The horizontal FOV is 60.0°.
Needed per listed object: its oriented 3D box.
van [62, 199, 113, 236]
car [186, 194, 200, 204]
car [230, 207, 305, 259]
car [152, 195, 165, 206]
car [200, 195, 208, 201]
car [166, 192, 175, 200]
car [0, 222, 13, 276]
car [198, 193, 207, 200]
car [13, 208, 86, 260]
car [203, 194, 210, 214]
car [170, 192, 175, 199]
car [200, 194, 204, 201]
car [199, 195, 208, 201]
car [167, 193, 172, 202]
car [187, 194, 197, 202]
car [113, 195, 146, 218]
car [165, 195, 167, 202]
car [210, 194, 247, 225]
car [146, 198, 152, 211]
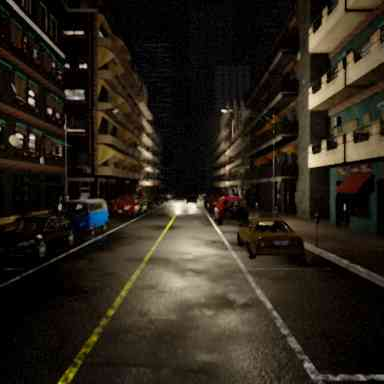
[{"bbox_3d":[-5.678,1.288,17.734,1.690,1.788,3.998,-1,0,0],"label":"van"},{"bbox_3d":[-0.028,1.336,57.311,1.837,1.490,4.892,0,0,0],"label":"car"},{"bbox_3d":[2.674,1.488,12.279,1.752,1.417,4.829,-1,0,0],"label":"car"},{"bbox_3d":[-5.725,1.431,51.347,1.802,1.307,4.206,-1,0,0],"label":"car"},{"bbox_3d":[2.643,1.309,73.901,1.752,1.417,4.829,-1,0,0],"label":"car"},{"bbox_3d":[-5.749,1.052,90.561,2.192,1.841,5.009,-1,0,0],"label":"car"},{"bbox_3d":[-5.671,1.421,6.531,1.967,1.590,4.097,-1,0,0],"label":"car"},{"bbox_3d":[2.636,1.193,84.935,1.967,1.590,4.097,-1,0,0],"label":"car"},{"bbox_3d":[-5.673,1.515,12.133,2.008,1.369,4.403,-1,0,0],"label":"car"},{"bbox_3d":[2.660,1.213,34.516,2.192,1.841,5.009,-1,0,0],"label":"car"},{"bbox_3d":[-5.740,1.319,79.358,2.008,1.369,4.403,-1,0,0],"label":"car"},{"bbox_3d":[2.655,1.180,45.721,2.192,1.841,5.009,-1,0,0],"label":"car"},{"bbox_3d":[2.641,1.334,79.333,1.947,1.339,4.313,-1,0,0],"label":"car"},{"bbox_3d":[-5.734,1.352,68.154,2.008,1.369,4.403,-1,0,0],"label":"car"},{"bbox_3d":[-0.033,1.266,67.548,1.837,1.490,4.892,0,0,0],"label":"car"},{"bbox_3d":[-5.707,1.229,28.938,2.192,1.841,5.009,-1,0,0],"label":"car"},{"bbox_3d":[-5.728,1.415,56.949,1.802,1.307,4.206,-1,0,0],"label":"car"},{"bbox_3d":[2.666,1.245,23.312,2.192,1.841,5.009,-1,0,0],"label":"car"},{"bbox_3d":[-5.724,1.448,34.542,2.008,1.369,4.403,-1,0,0],"label":"car"}]
